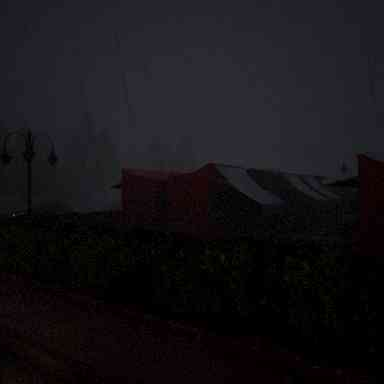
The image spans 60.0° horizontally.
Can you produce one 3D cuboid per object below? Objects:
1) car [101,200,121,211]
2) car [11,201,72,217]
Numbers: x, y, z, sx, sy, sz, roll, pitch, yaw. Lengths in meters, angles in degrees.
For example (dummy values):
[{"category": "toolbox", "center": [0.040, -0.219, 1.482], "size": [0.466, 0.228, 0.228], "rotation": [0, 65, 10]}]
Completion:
[{"category": "car", "center": [-8.550, 1.619, 39.126], "size": [1.994, 1.385, 4.181], "rotation": [0, 0, 36]}, {"category": "car", "center": [-12.437, 1.560, 27.804], "size": [1.837, 1.490, 4.892], "rotation": [0, 0, 36]}]
